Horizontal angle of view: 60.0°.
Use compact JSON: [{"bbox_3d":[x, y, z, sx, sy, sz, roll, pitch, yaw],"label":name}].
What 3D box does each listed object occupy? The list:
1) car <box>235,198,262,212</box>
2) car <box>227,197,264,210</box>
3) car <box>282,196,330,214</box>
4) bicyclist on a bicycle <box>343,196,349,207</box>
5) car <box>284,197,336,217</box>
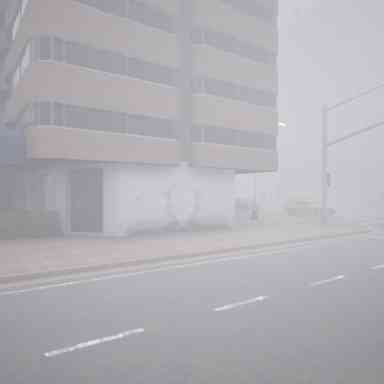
[{"bbox_3d":[5.768,1.507,39.468,1.882,1.535,5.008,0,0,-36],"label":"car"},{"bbox_3d":[6.956,1.511,43.786,1.882,1.535,5.008,0,0,-36],"label":"car"},{"bbox_3d":[12.361,1.385,36.330,2.097,1.767,4.553,0,0,-36],"label":"car"},{"bbox_3d":[22.029,1.350,47.659,1.656,1.620,0.582,0,0,-36],"label":"bicyclist on a bicycle"},{"bbox_3d":[11.249,1.507,31.902,1.882,1.535,5.008,0,0,-36],"label":"car"}]
